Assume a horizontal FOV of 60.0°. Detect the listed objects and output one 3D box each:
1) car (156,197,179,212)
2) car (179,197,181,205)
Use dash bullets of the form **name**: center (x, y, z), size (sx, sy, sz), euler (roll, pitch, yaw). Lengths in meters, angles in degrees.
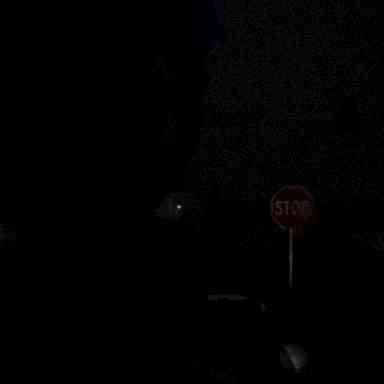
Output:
- **car**: center (-2.793, 1.433, 36.942), size (1.994, 1.385, 4.181), euler (0, 0, 0)
- **car**: center (-2.732, 1.391, 53.908), size (1.895, 1.301, 4.718), euler (0, 0, 1)
